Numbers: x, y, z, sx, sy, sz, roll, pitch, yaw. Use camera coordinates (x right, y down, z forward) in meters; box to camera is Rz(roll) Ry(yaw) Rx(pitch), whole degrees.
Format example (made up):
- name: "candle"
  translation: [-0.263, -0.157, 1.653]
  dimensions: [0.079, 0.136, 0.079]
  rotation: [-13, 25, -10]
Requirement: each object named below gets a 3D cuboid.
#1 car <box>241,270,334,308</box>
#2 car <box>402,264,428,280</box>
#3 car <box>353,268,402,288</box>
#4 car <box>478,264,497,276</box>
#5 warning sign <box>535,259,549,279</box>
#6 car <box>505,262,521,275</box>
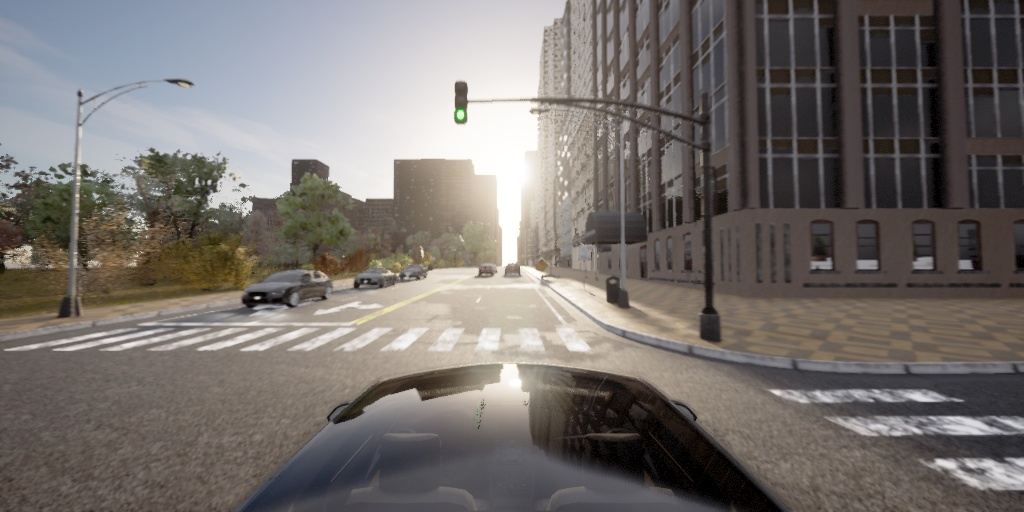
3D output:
- name: "car"
  translation: [-9.861, 1.392, 16.211]
  dimensions: [1.837, 1.490, 4.892]
  rotation: [0, -1, -2]
- name: "car"
  translation: [-9.841, 1.602, 36.333]
  dimensions: [2.128, 1.511, 4.902]
  rotation: [0, -1, 0]
- name: "car"
  translation: [-9.845, 1.556, 26.108]
  dimensions: [1.994, 1.385, 4.181]
  rotation: [0, -1, 0]
- name: "car"
  translation: [-3.248, 1.736, 45.811]
  dimensions: [1.837, 1.490, 4.892]
  rotation: [0, -1, 0]
- name: "warning sign"
  translation: [2.852, 1.196, 33.917]
  dimensions: [1.300, 1.860, 1.060]
  rotation: [0, 0, 0]
- name: "car"
  translation: [0.097, 1.606, 47.513]
  dimensions: [2.097, 1.767, 4.553]
  rotation: [0, -1, 0]
